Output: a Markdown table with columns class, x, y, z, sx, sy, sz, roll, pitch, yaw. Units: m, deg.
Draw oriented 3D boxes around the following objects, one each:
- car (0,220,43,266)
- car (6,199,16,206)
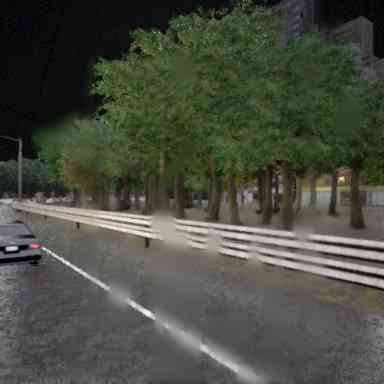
| class | x | y | z | sx | sy | sz | roll | pitch | yaw |
| --- | --- | --- | --- | --- | --- | --- | --- | --- | --- |
| car | -6.561 | 1.681 | 11.517 | 2.033 | 1.411 | 5.357 | 0 | -1 | -35 |
| car | -41.817 | 2.404 | 77.650 | 1.812 | 1.442 | 4.674 | 0 | -1 | -7 |
